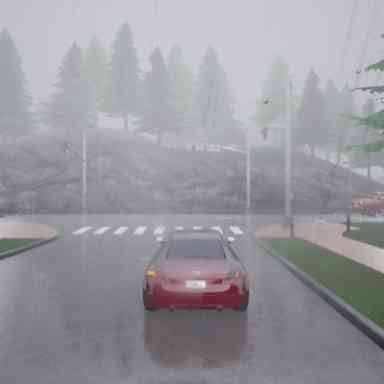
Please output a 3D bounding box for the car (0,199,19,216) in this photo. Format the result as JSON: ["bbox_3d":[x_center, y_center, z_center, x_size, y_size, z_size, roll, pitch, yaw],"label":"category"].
[{"bbox_3d":[-16.962,1.229,27.352,5.008,1.535,1.882,0,0,-1],"label":"car"}]

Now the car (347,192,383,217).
[{"bbox_3d":[15.788,0.973,27.219,5.566,2.045,2.150,0,0,0],"label":"car"}]

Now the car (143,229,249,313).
[{"bbox_3d":[0.084,1.539,7.684,1.994,1.385,4.181,0,0,0],"label":"car"}]
